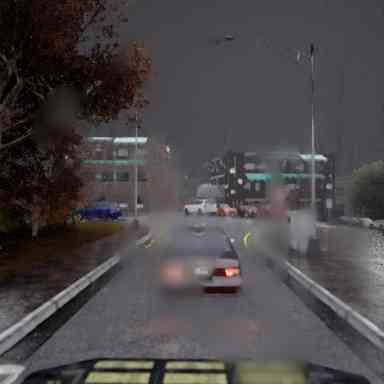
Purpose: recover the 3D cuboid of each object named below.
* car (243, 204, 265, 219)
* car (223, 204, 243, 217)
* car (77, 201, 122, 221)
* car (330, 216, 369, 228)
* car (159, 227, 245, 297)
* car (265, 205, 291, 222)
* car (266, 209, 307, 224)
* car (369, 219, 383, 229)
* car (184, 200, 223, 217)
[{"bbox_3d":[6.870,2.530,43.769,2.185,1.767,4.553,6,-3,-32],"label":"car"},{"bbox_3d":[3.907,2.285,43.210,2.185,1.767,4.553,4,-3,-32],"label":"car"},{"bbox_3d":[-10.307,2.084,36.008,5.566,2.045,2.150,-2,-1,20],"label":"car"},{"bbox_3d":[21.618,4.111,46.708,2.002,1.452,4.674,6,-3,-31],"label":"car"},{"bbox_3d":[0.236,1.647,8.931,2.033,1.411,5.357,0,-1,1],"label":"car"},{"bbox_3d":[9.856,2.691,44.387,2.435,2.045,5.566,7,-3,-31],"label":"car"},{"bbox_3d":[12.675,3.220,45.147,1.946,1.575,5.366,6,-3,-31],"label":"car"},{"bbox_3d":[24.578,4.395,47.282,2.002,1.452,4.674,7,-3,-31],"label":"car"},{"bbox_3d":[1.039,2.000,42.562,2.435,2.045,5.566,1,-2,-31],"label":"car"}]
